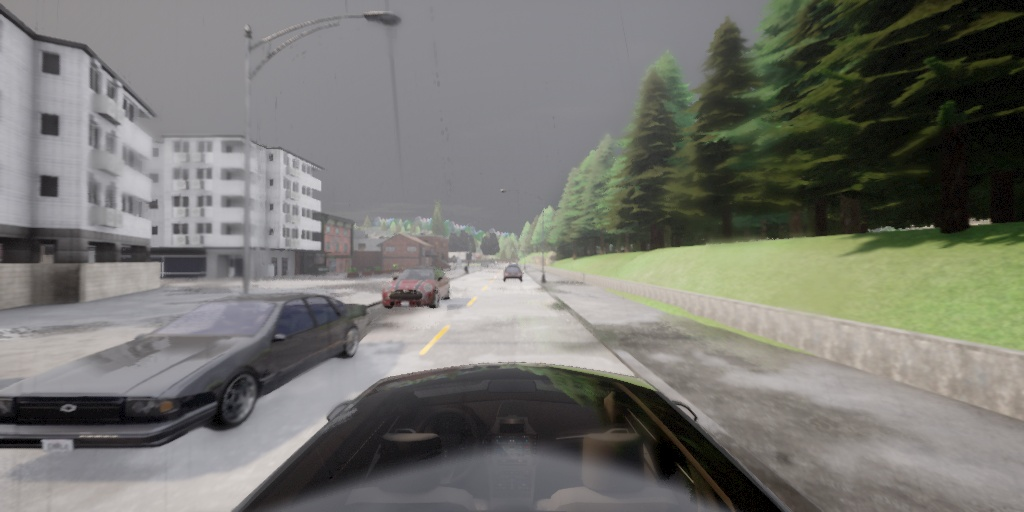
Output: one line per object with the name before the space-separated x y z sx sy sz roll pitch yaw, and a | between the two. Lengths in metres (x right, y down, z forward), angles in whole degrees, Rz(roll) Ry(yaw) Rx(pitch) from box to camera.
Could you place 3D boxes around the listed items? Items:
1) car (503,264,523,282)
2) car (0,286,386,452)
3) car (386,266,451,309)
car | 0.094 1.670 34.335 2.033 1.411 5.357 0 -1 0
car | -4.095 1.346 5.893 2.033 1.411 5.357 0 -1 0
car | -4.085 1.265 15.988 2.097 1.767 4.553 0 -1 0
